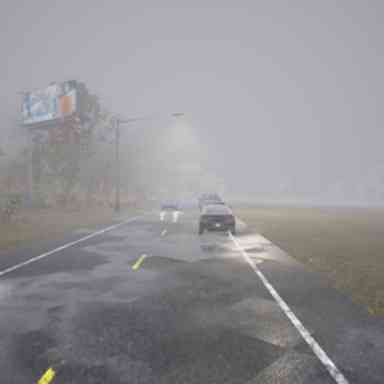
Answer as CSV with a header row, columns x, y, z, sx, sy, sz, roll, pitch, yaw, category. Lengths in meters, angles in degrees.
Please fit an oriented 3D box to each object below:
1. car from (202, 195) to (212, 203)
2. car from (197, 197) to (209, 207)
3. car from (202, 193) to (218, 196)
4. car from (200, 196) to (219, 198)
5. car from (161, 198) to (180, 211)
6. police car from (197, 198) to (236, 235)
x,y,z,sx,sy,sz,roll,pitch,yaw,category
3.086,1.428,68.992,1.882,1.535,5.008,0,0,5,car
1.832,1.524,53.156,1.812,1.442,4.674,0,0,4,car
1.849,1.156,34.250,2.150,2.045,5.566,0,0,3,car
1.601,1.404,28.244,1.882,1.535,5.008,0,0,2,car
-2.521,1.420,39.566,1.882,1.535,5.008,0,0,3,car
1.293,1.358,18.392,1.930,1.638,5.238,0,0,1,police car
